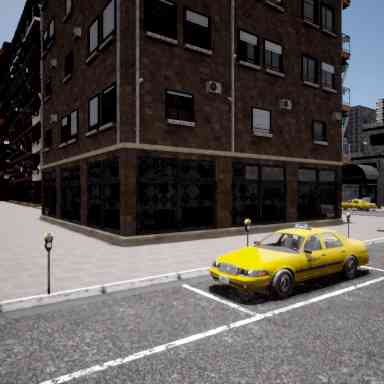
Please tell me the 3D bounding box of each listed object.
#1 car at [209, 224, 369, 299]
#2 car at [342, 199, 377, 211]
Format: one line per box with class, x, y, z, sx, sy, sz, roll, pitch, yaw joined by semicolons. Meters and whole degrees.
car;2.638;1.525;8.454;4.829;1.417;1.752;0;0;-36
car;19.289;1.469;39.688;1.752;1.417;4.829;0;0;-35
